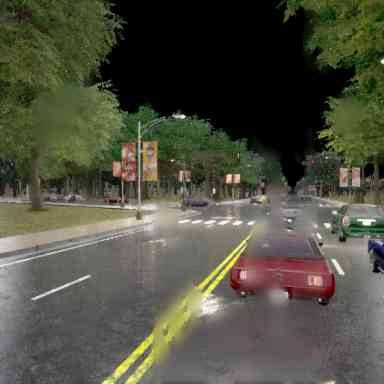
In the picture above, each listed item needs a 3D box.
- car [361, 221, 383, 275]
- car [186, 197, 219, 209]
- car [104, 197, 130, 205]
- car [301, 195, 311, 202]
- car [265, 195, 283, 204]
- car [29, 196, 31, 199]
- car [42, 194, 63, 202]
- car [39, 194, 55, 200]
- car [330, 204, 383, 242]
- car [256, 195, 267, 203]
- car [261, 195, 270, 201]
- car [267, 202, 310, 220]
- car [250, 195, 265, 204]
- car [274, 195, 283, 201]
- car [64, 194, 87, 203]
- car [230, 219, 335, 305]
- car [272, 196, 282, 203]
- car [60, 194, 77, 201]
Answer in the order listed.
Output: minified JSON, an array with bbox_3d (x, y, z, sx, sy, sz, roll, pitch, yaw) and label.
[{"bbox_3d":[5.455,1.601,7.593,1.895,1.301,4.718,0,0,17],"label":"car"},{"bbox_3d":[1.417,1.442,44.145,4.902,1.511,2.128,0,0,40],"label":"car"},{"bbox_3d":[-12.604,1.460,55.965,4.718,1.301,1.895,0,0,40],"label":"car"},{"bbox_3d":[27.653,1.511,80.179,1.837,1.490,4.892,0,0,17],"label":"car"},{"bbox_3d":[15.392,1.554,62.591,2.033,1.411,5.357,0,0,18],"label":"car"},{"bbox_3d":[-39.090,1.297,82.629,4.718,1.301,1.895,0,0,40],"label":"car"},{"bbox_3d":[-30.244,1.279,70.932,4.902,1.511,2.128,0,0,40],"label":"car"},{"bbox_3d":[-37.116,1.225,85.216,4.674,1.442,1.812,0,0,40],"label":"car"},{"bbox_3d":[8.055,1.352,16.197,2.097,1.767,4.553,0,0,17],"label":"car"},{"bbox_3d":[15.263,1.486,73.076,1.882,1.535,5.008,0,0,17],"label":"car"},{"bbox_3d":[18.285,1.535,82.887,1.812,1.442,4.674,0,0,17],"label":"car"},{"bbox_3d":[4.920,1.505,17.065,1.837,1.490,4.892,0,0,17],"label":"car"},{"bbox_3d":[12.317,1.554,63.633,2.033,1.411,5.357,0,0,18],"label":"car"},{"bbox_3d":[21.506,1.489,82.308,1.882,1.535,5.008,0,0,17],"label":"car"},{"bbox_3d":[-22.077,1.325,64.030,4.674,1.442,1.812,0,0,41],"label":"car"},{"bbox_3d":[2.247,1.601,8.200,1.895,1.301,4.718,0,0,17],"label":"car"},{"bbox_3d":[18.455,1.604,72.396,1.895,1.301,4.718,0,0,17],"label":"car"},{"bbox_3d":[-29.259,1.261,78.600,4.674,1.442,1.812,0,0,40],"label":"car"}]
